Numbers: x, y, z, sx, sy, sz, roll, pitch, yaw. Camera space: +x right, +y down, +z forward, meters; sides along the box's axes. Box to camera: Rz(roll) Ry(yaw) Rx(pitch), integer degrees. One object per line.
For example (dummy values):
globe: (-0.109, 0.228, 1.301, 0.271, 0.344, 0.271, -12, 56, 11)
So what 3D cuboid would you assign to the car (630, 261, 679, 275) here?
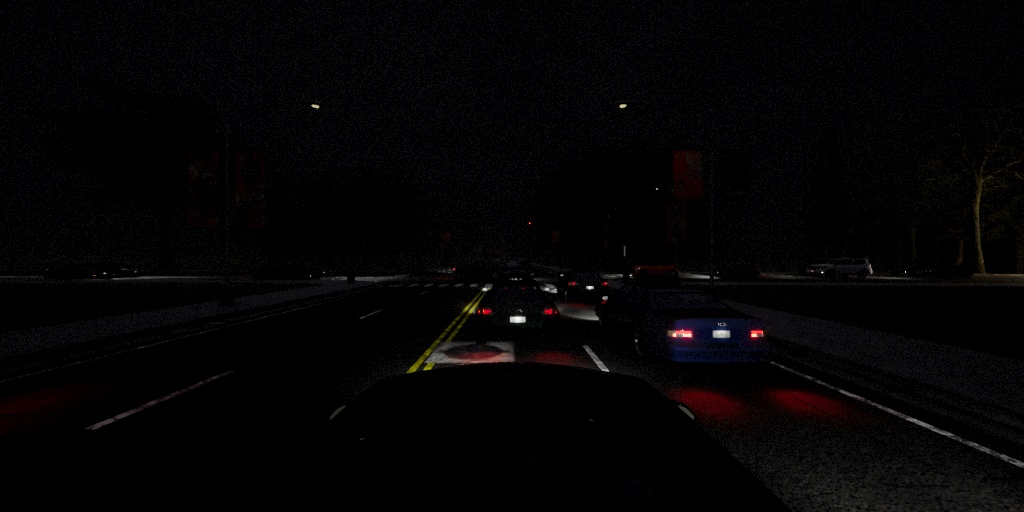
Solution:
car: (14.612, 1.266, 37.017, 4.553, 1.767, 2.097, 0, 0, -1)

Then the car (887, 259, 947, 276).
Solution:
car: (45.939, 1.329, 40.456, 5.566, 2.045, 2.150, 0, 0, 0)

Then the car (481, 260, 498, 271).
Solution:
car: (-3.295, 1.406, 52.714, 2.128, 1.511, 4.902, 0, 0, 0)

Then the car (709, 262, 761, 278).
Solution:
car: (23.246, 1.522, 37.109, 4.181, 1.385, 1.994, 0, 0, -2)

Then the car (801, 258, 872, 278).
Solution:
car: (33.894, 1.238, 37.165, 5.566, 2.045, 2.150, 0, 0, 0)

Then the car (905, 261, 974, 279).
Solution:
car: (44.629, 1.583, 37.211, 4.902, 1.511, 2.128, 0, 0, 0)

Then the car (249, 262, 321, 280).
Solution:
car: (-19.133, 1.357, 30.110, 4.718, 1.301, 1.895, 0, 0, -1)

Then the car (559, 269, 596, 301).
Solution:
car: (3.363, 1.340, 17.512, 1.994, 1.385, 4.181, 0, 0, 0)

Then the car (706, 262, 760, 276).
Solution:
car: (24.818, 1.476, 40.355, 4.892, 1.490, 1.837, 0, 0, -1)

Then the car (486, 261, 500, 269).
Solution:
car: (-3.270, 1.523, 62.466, 2.033, 1.411, 5.357, 0, 0, 1)

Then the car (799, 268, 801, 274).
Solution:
car: (35.306, 1.508, 40.417, 5.008, 1.535, 1.882, 0, 0, 1)

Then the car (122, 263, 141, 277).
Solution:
car: (-37.343, 1.193, 33.201, 4.902, 1.511, 2.128, 0, 0, 0)

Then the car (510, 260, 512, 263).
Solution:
car: (-2.700, 1.297, 33.481, 5.008, 1.535, 1.882, 0, 0, 0)

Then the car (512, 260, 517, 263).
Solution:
car: (0.155, 1.476, 59.007, 1.812, 1.442, 4.674, 0, 0, 0)

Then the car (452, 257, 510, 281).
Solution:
car: (-2.708, 1.164, 30.226, 4.553, 1.767, 2.097, 0, 0, 0)

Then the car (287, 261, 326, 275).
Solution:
car: (-19.969, 1.249, 33.350, 4.902, 1.511, 2.128, 0, 0, 0)

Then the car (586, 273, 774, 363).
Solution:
car: (3.356, 1.303, 8.269, 2.033, 1.411, 5.357, 0, 0, 0)

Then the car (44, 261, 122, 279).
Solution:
car: (-36.036, 1.262, 29.959, 4.181, 1.385, 1.994, 0, 0, 0)

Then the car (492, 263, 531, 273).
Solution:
car: (0.105, 1.284, 18.525, 1.837, 1.490, 4.892, 0, 0, 0)

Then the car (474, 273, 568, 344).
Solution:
car: (0.110, 1.321, 9.619, 1.994, 1.385, 4.181, 0, 0, 0)
